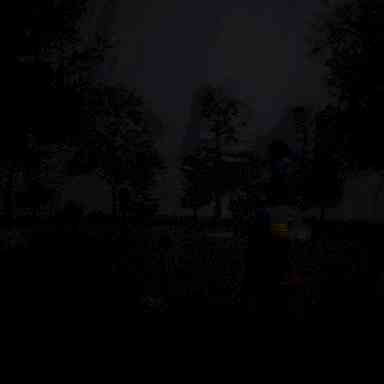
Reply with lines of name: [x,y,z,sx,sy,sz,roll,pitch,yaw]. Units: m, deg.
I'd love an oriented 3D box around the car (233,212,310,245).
car: [3.883,1.723,16.832,1.812,1.442,4.674,0,-1,-24]
